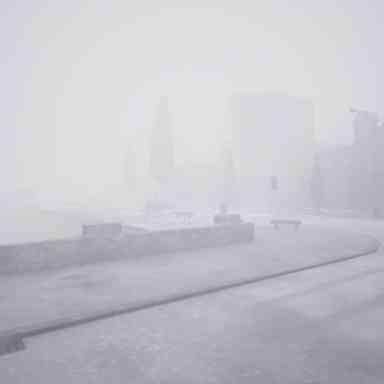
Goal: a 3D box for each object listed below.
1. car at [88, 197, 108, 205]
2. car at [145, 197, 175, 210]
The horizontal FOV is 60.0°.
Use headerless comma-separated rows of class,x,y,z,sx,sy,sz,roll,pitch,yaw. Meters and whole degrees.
car,-15.301,1.415,54.060,1.895,1.301,4.718,-1,0,-36
car,-3.766,1.319,37.834,1.812,1.442,4.674,-1,0,-36
